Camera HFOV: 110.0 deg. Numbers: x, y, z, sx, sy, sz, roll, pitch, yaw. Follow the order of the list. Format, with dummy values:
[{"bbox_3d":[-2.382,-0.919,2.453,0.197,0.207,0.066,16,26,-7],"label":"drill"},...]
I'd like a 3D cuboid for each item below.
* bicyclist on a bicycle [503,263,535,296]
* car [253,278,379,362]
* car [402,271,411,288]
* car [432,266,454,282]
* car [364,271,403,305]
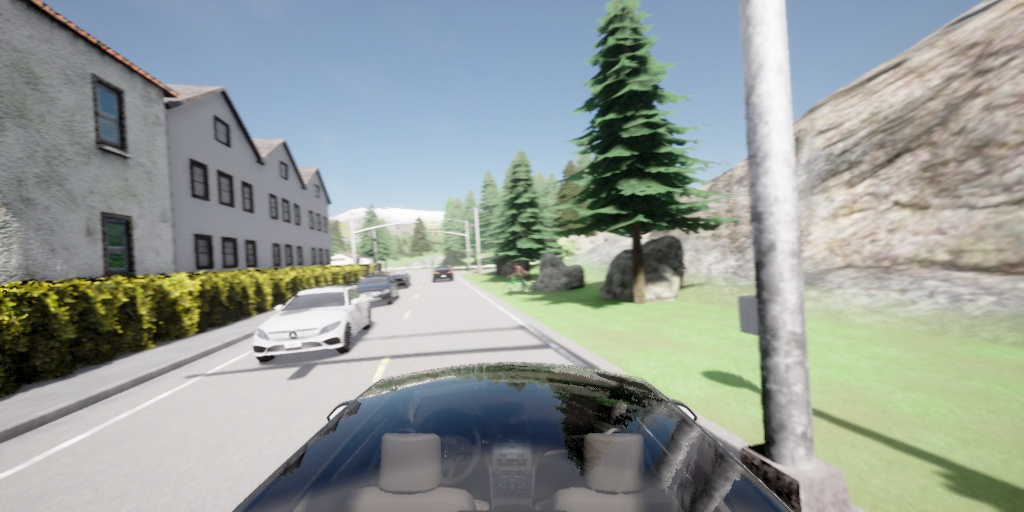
[{"bbox_3d":[0.343,1.152,17.783,1.656,1.620,0.582,-3,0,-12],"label":"bicyclist on a bicycle"},{"bbox_3d":[-4.996,1.574,9.612,1.812,1.442,4.674,-4,0,-12],"label":"car"},{"bbox_3d":[-9.063,1.871,28.354,1.895,1.301,4.718,-4,0,-12],"label":"car"},{"bbox_3d":[-6.498,1.626,33.700,1.812,1.442,4.674,-4,0,-12],"label":"car"},{"bbox_3d":[-6.942,1.680,18.490,1.812,1.442,4.674,-4,0,-12],"label":"car"}]
